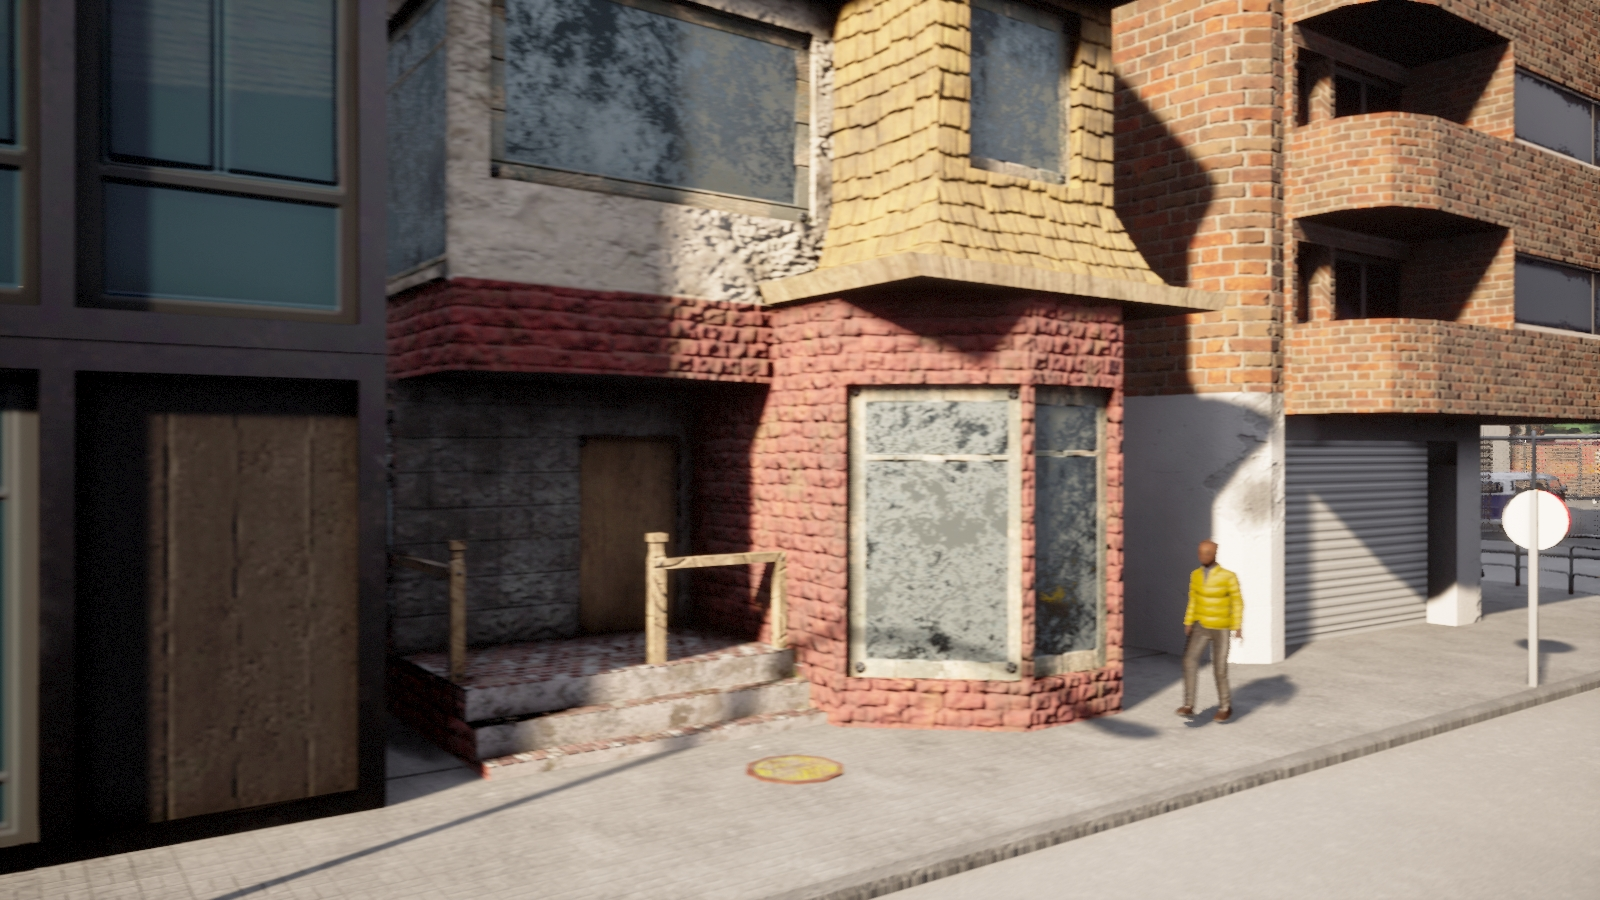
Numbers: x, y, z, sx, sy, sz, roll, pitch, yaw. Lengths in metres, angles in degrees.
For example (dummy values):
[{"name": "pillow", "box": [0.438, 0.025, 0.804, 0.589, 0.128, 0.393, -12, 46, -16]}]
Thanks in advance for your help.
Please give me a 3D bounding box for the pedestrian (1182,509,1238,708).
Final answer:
[{"name": "pedestrian", "box": [3.998, 1.523, 11.137, 0.375, 1.860, 0.375, 0, 0, -41]}]
